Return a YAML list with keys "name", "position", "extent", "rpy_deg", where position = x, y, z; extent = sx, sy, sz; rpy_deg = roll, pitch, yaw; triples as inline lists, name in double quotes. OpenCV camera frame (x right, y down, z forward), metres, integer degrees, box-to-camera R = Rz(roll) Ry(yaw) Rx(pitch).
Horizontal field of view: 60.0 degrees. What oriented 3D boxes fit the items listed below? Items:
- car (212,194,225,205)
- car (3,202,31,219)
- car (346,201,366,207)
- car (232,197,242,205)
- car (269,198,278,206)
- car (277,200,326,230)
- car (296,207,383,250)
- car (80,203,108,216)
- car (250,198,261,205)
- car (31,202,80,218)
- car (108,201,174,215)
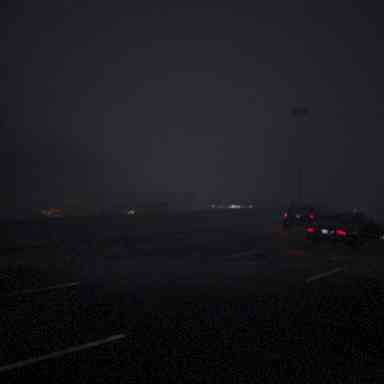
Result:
- name: "car"
  position: [5.226, 1.509, 65.202]
  extent: [2.150, 2.045, 5.566]
  rpy_deg: [0, 0, 8]
- name: "car"
  position: [-13.786, 1.614, 29.133]
  extent: [4.902, 1.511, 2.128]
  rpy_deg: [0, 0, -43]
- name: "car"
  position: [17.853, 1.689, 36.237]
  extent: [1.812, 1.442, 4.674]
  rpy_deg: [0, 0, 28]
- name: "car"
  position: [8.654, 1.787, 64.328]
  extent: [2.128, 1.511, 4.902]
  rpy_deg: [0, 0, 9]
- name: "car"
  position: [15.337, 1.843, 61.862]
  extent: [1.994, 1.385, 4.181]
  rpy_deg: [0, 0, 10]
- name: "car"
  position: [7.546, 1.445, 20.920]
  extent: [2.097, 1.767, 4.553]
  rpy_deg: [0, 0, 41]
- name: "car"
  position: [6.953, 1.615, 14.905]
  extent: [2.033, 1.411, 5.357]
  rpy_deg: [0, 0, 44]
- name: "car"
  position: [-6.204, 1.640, 26.763]
  extent: [1.812, 1.442, 4.674]
  rpy_deg: [0, 0, 44]
- name: "car"
  position: [12.107, 1.821, 63.675]
  extent: [1.812, 1.442, 4.674]
  rpy_deg: [0, 0, 9]
- name: "car"
  position: [-10.199, 1.595, 27.695]
  extent: [5.008, 1.535, 1.882]
  rpy_deg: [0, 0, -45]
- name: "car"
  position: [-3.459, 1.458, 24.612]
  extent: [2.097, 1.767, 4.553]
  rpy_deg: [0, 0, 44]
